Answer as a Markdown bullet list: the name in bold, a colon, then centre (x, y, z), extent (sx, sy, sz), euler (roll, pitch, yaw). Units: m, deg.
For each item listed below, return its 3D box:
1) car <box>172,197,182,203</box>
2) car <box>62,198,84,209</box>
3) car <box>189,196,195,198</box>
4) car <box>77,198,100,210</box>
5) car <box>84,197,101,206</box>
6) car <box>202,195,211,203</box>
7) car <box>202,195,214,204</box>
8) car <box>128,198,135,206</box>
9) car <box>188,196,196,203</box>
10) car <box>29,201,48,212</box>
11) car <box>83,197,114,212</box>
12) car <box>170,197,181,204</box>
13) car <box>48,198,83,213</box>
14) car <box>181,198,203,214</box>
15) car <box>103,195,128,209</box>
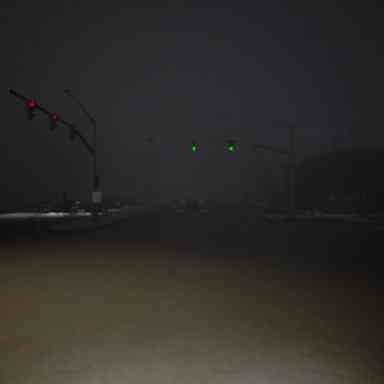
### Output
- **car**: centre (-3.561, 1.799, 79.651), extent (1.994, 1.385, 4.181), euler (0, 0, 0)
- **car**: centre (-18.540, 1.743, 52.035), extent (1.837, 1.490, 4.892), euler (0, 0, 0)
- **car**: centre (-0.053, 1.811, 69.233), extent (1.837, 1.490, 4.892), euler (0, 0, 0)
- **car**: centre (-15.052, 1.728, 48.601), extent (1.837, 1.490, 4.892), euler (0, 0, 0)
- **car**: centre (-18.547, 1.790, 62.215), extent (1.837, 1.490, 4.892), euler (0, 0, 0)
- **car**: centre (3.440, 1.602, 79.628), extent (2.097, 1.767, 4.553), euler (0, 0, 0)
- **car**: centre (3.447, 1.909, 69.682), extent (1.895, 1.301, 4.718), euler (0, 0, 0)
- **car**: centre (-11.546, 1.782, 60.409), extent (1.837, 1.490, 4.892), euler (0, 0, 0)
- **car**: centre (-0.061, 1.747, 79.654), extent (1.837, 1.490, 4.892), euler (0, 0, 0)
- **car**: centre (-18.592, 1.793, 41.885), extent (1.895, 1.301, 4.718), euler (0, 0, 0)
- **car**: centre (-11.606, 1.736, 41.117), extent (2.033, 1.411, 5.357), euler (0, 0, 0)
- **car**: centre (-3.553, 1.838, 69.647), extent (1.812, 1.442, 4.674), euler (0, 0, 0)
- **car**: centre (-15.107, 1.747, 39.909), extent (1.994, 1.385, 4.181), euler (0, 0, 0)
- **car**: centre (-0.029, 1.704, 38.623), extent (1.812, 1.442, 4.674), euler (0, 0, 0)
- **car**: centre (-11.543, 1.583, 50.235), extent (2.097, 1.767, 4.553), euler (0, 0, 0)
